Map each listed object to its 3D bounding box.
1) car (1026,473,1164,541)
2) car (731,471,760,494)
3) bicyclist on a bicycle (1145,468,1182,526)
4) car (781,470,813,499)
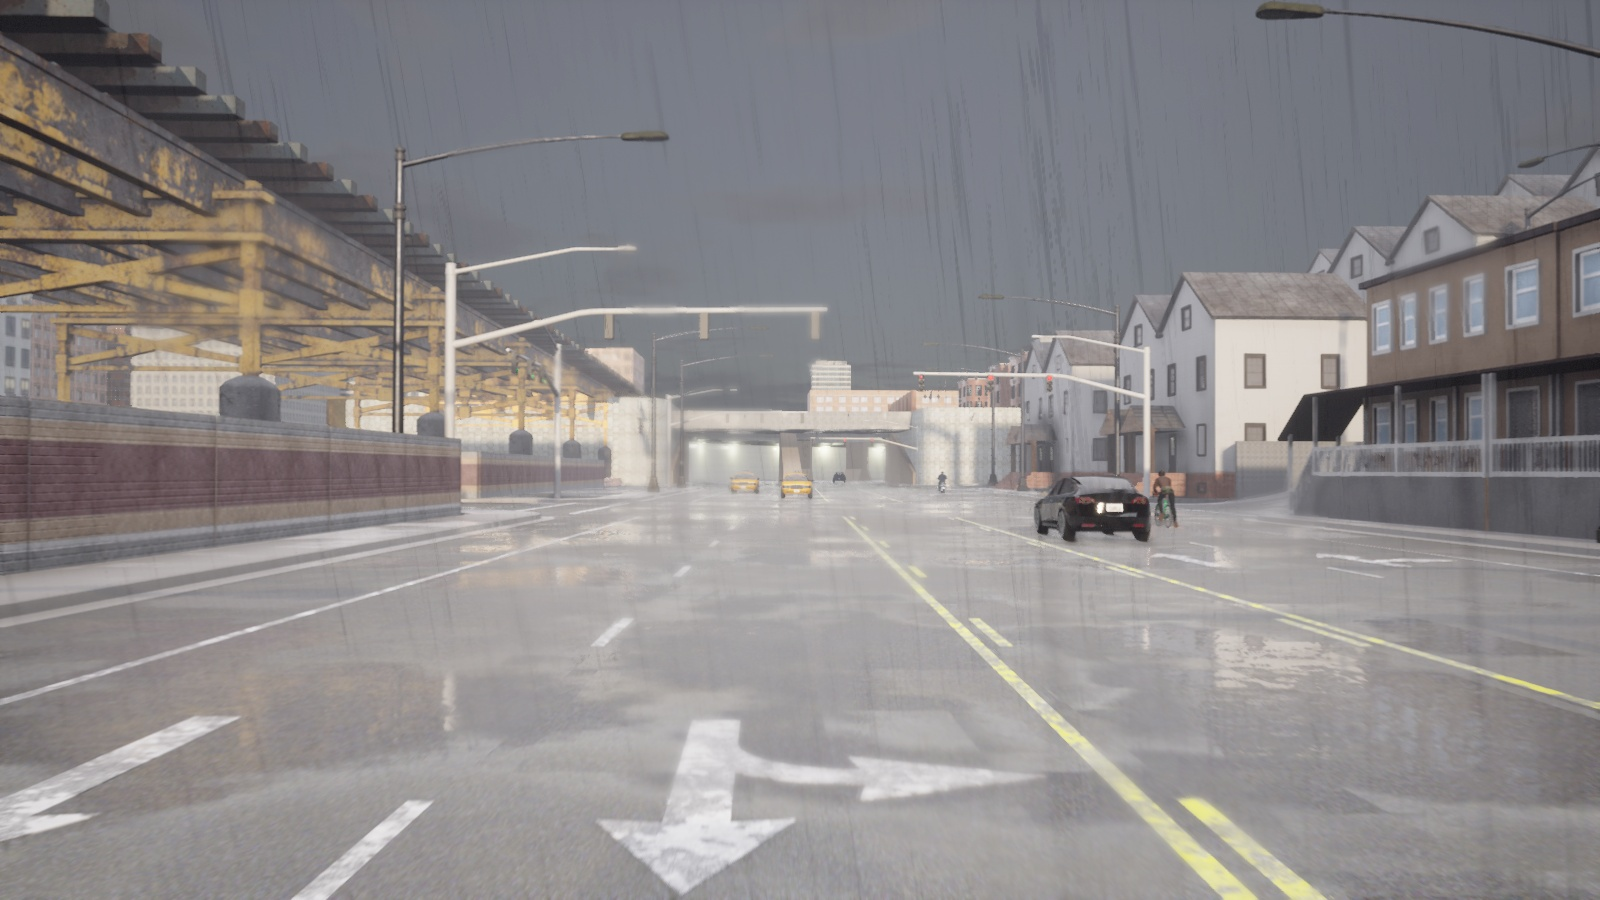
[{"bbox_3d":[6.928,1.291,30.092,2.163,1.488,4.792,0,-1,0],"label":"car"},{"bbox_3d":[-3.705,2.210,86.121,1.801,1.575,5.366,0,-1,0],"label":"car"},{"bbox_3d":[10.374,1.327,35.908,0.582,1.620,1.656,0,-1,1],"label":"bicyclist on a bicycle"},{"bbox_3d":[-0.174,1.975,72.927,1.801,1.575,5.366,0,-1,0],"label":"car"}]
